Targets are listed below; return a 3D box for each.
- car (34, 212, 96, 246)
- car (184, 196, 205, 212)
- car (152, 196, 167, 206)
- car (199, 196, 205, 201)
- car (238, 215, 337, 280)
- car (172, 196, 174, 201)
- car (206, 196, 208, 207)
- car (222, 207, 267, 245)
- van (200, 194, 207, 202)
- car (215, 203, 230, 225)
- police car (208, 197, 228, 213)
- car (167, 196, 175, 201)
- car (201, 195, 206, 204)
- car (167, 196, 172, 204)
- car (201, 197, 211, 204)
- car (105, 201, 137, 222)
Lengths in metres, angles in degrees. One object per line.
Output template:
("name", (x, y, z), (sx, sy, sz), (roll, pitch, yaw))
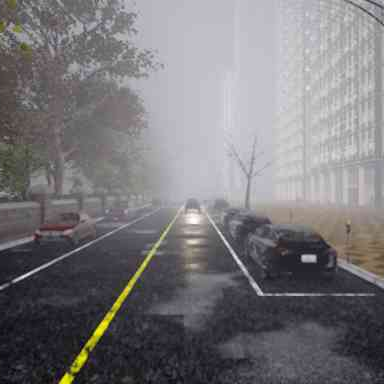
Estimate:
("car", (-5.668, 1.596, 15.407), (1.802, 1.307, 4.206), (0, 0, 0))
("car", (0.097, 1.538, 39.288), (2.128, 1.511, 4.902), (0, 0, 0))
("car", (-5.618, 1.619, 54.833), (1.887, 1.381, 4.507), (0, 0, 0))
("car", (2.814, 1.750, 94.248), (1.802, 1.307, 4.206), (0, 0, 0))
("car", (2.704, 1.575, 9.764), (1.947, 1.339, 4.313), (0, 0, 0))
("car", (-5.588, 1.667, 77.362), (1.887, 1.381, 4.507), (0, 0, 0))
("car", (3.208, 1.582, 45.075), (1.812, 1.442, 4.674), (0, 0, 0))
("car", (2.712, 1.580, 15.396), (1.947, 1.339, 4.313), (0, 0, 0))
("van", (2.800, 1.478, 82.985), (1.690, 1.788, 3.998), (0, 0, 0))
("car", (2.719, 1.587, 21.029), (1.947, 1.339, 4.313), (0, 0, 0))
("police car", (3.185, 1.470, 38.185), (1.930, 1.638, 5.238), (0, 0, 0))
("car", (-5.574, 1.677, 88.457), (1.752, 1.417, 4.829), (0, 0, 0))
("car", (2.770, 1.636, 60.455), (2.008, 1.369, 4.403), (0, 0, 0))
("car", (-5.603, 1.641, 66.098), (1.887, 1.381, 4.507), (0, 0, 0))
("car", (2.777, 1.678, 66.087), (1.802, 1.307, 4.206), (0, 0, 0))
("car", (-5.653, 1.468, 26.672), (1.967, 1.590, 4.097), (0, 0, 0))
